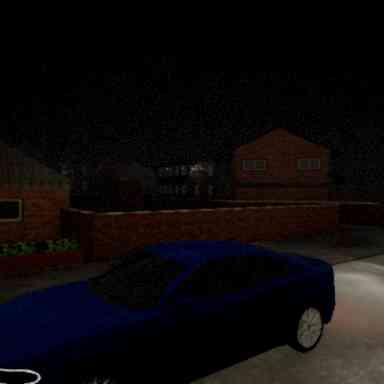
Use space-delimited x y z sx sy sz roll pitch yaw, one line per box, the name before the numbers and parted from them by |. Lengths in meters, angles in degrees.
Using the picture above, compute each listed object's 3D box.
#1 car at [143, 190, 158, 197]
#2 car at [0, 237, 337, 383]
car | -5.230 0.702 44.975 1.905 1.878 3.866 0 0 -35
car | -0.070 1.450 4.554 5.008 1.535 1.882 0 0 -35
